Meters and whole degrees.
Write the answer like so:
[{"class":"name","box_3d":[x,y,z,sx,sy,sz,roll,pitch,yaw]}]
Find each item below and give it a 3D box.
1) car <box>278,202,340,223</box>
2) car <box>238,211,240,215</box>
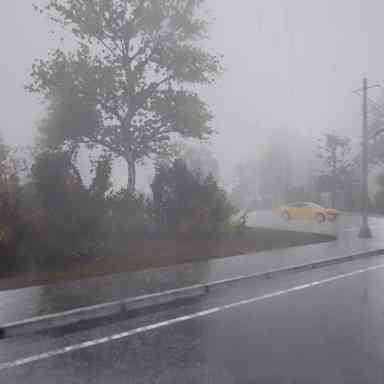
[{"class":"car","box_3d":[9.339,1.566,26.883,1.882,1.535,5.008,0,-1,-39]},{"class":"car","box_3d":[2.789,1.590,34.603,2.097,1.767,4.553,0,-1,-43]}]
